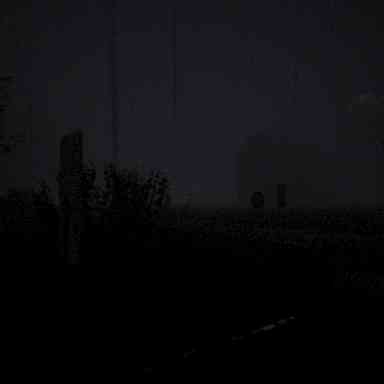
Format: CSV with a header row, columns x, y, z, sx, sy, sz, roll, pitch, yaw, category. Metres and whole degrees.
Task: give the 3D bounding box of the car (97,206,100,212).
x,y,z,sx,sy,sz,roll,pitch,yaw,category
-13.484,2.150,48.562,1.994,1.385,4.181,1,-1,-34,car
